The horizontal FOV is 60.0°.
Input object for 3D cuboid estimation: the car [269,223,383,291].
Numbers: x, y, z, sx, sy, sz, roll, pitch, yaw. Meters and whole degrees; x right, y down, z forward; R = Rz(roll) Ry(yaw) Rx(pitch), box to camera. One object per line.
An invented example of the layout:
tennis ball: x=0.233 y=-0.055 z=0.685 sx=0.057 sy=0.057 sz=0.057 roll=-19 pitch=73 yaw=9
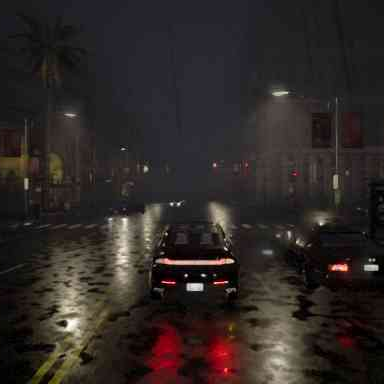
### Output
car: x=3.565 y=1.547 z=9.087 sx=2.033 sy=1.411 sz=5.357 roll=0 pitch=0 yaw=0

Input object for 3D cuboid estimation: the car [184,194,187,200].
car: x=-2.698 y=1.353 z=91.388 sx=2.097 sy=1.767 sz=4.553 roll=0 pitch=0 yaw=10

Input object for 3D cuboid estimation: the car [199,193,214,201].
car: x=3.523 y=1.353 z=80.981 sx=2.097 sy=1.767 sz=4.553 roll=0 pitch=0 yaw=0

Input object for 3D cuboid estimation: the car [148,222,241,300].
car: x=0.061 y=1.491 z=8.386 sx=2.128 sy=1.511 sz=4.902 roll=0 pitch=0 yaw=0

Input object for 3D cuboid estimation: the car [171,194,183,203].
car: x=-3.480 y=1.593 z=71.585 sx=1.895 sy=1.301 sz=4.718 roll=0 pitch=0 yaw=0

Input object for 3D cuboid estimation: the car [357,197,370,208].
car: x=25.431 y=1.504 z=44.744 sx=4.892 sy=1.490 sz=1.837 roll=0 pitch=0 yaw=0

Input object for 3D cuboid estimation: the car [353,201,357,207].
car: x=26.051 y=1.476 z=48.254 sx=5.008 sy=1.535 sz=1.882 roll=0 pitch=0 yaw=0

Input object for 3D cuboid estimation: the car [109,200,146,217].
car: x=-6.058 y=1.525 z=31.855 sx=1.812 sy=1.442 sz=4.674 roll=0 pitch=0 yaw=19
